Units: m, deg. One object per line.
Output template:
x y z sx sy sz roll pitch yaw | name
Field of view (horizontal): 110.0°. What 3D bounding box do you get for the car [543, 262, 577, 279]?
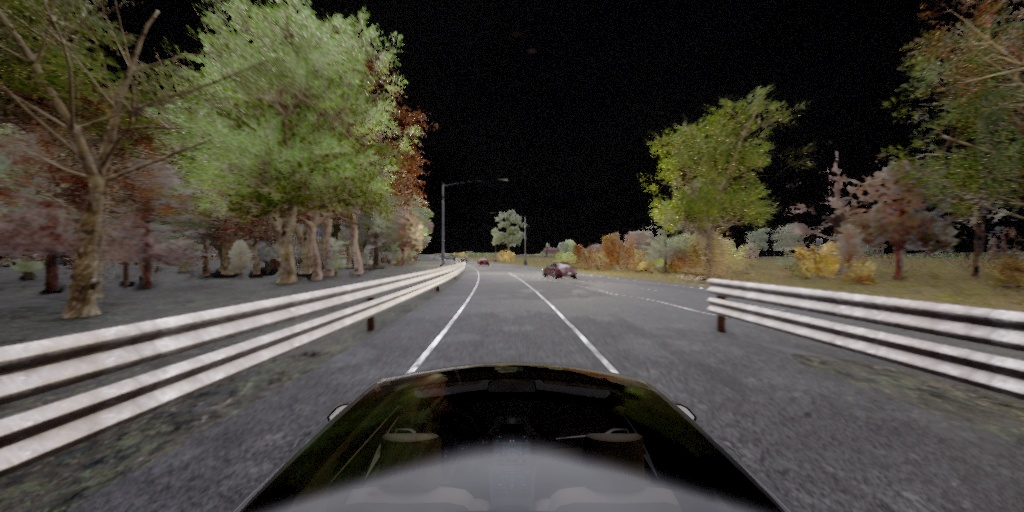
4.191 1.266 31.738 1.812 1.442 4.674 1 0 -14 | car
